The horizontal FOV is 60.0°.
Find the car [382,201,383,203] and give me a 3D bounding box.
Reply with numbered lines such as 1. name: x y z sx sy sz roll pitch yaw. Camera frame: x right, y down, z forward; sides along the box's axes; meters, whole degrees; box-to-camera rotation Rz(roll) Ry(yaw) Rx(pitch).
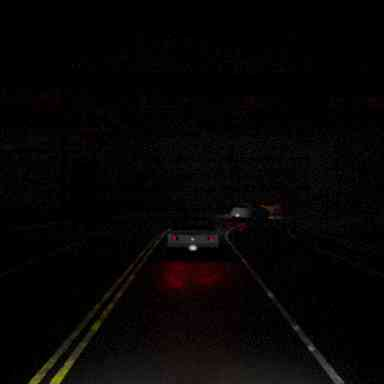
1. car: 32.405 1.828 54.477 2.038 1.542 4.974 0 0 31

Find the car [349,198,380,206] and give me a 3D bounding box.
1. car: 29.343 1.685 56.691 1.853 1.218 4.536 0 0 -29

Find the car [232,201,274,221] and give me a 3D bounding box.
1. car: 5.244 1.730 29.731 1.812 1.442 4.674 -1 -1 38

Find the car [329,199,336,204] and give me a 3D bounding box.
1. car: 29.839 1.971 75.502 4.974 1.542 2.038 0 -1 -39

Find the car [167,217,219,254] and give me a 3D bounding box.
1. car: 0.115 1.697 13.976 1.895 1.301 4.718 0 0 2

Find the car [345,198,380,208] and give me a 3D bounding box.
1. car: 29.368 1.842 56.644 2.038 1.542 4.974 0 0 -29

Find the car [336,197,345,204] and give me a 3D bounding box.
1. car: 33.876 1.818 76.200 1.853 1.218 4.536 0 0 -34

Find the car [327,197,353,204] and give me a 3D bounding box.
1. car: 33.847 1.976 76.242 2.038 1.542 4.974 0 0 -34

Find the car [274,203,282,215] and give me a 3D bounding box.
1. car: 7.681 1.728 36.539 5.008 1.535 1.882 0 -1 -33
